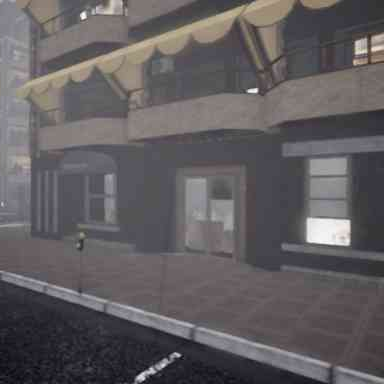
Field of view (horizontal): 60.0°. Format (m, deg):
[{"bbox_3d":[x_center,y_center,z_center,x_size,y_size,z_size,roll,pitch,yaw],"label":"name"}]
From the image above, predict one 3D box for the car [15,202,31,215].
[{"bbox_3d":[-18.503,1.833,39.061,1.967,1.590,4.097,-1,-1,35],"label":"car"}]
